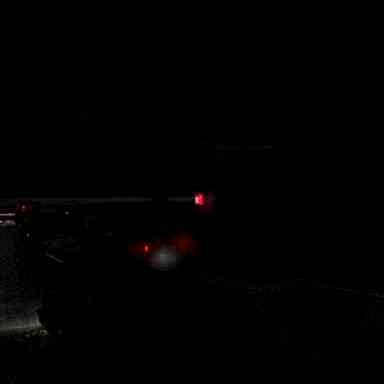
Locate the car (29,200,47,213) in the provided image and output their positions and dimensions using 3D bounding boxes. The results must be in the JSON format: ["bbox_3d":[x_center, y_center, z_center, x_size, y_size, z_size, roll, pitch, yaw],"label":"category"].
[{"bbox_3d":[-18.284,1.618,38.057,1.994,1.385,4.181,0,0,0],"label":"car"}]

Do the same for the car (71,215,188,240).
[{"bbox_3d":[-2.274,1.634,11.515,1.895,1.301,4.718,0,0,-41],"label":"car"}]

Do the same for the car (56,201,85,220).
[{"bbox_3d":[-10.612,1.536,29.262,1.882,1.535,5.008,0,0,-12],"label":"car"}]

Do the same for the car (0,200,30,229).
[{"bbox_3d":[-11.854,1.514,21.232,2.128,1.511,4.902,0,0,-22],"label":"car"}]

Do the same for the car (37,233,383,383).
[{"bbox_3d":[0.125,1.565,4.129,5.357,1.411,2.033,0,0,40],"label":"car"}]
